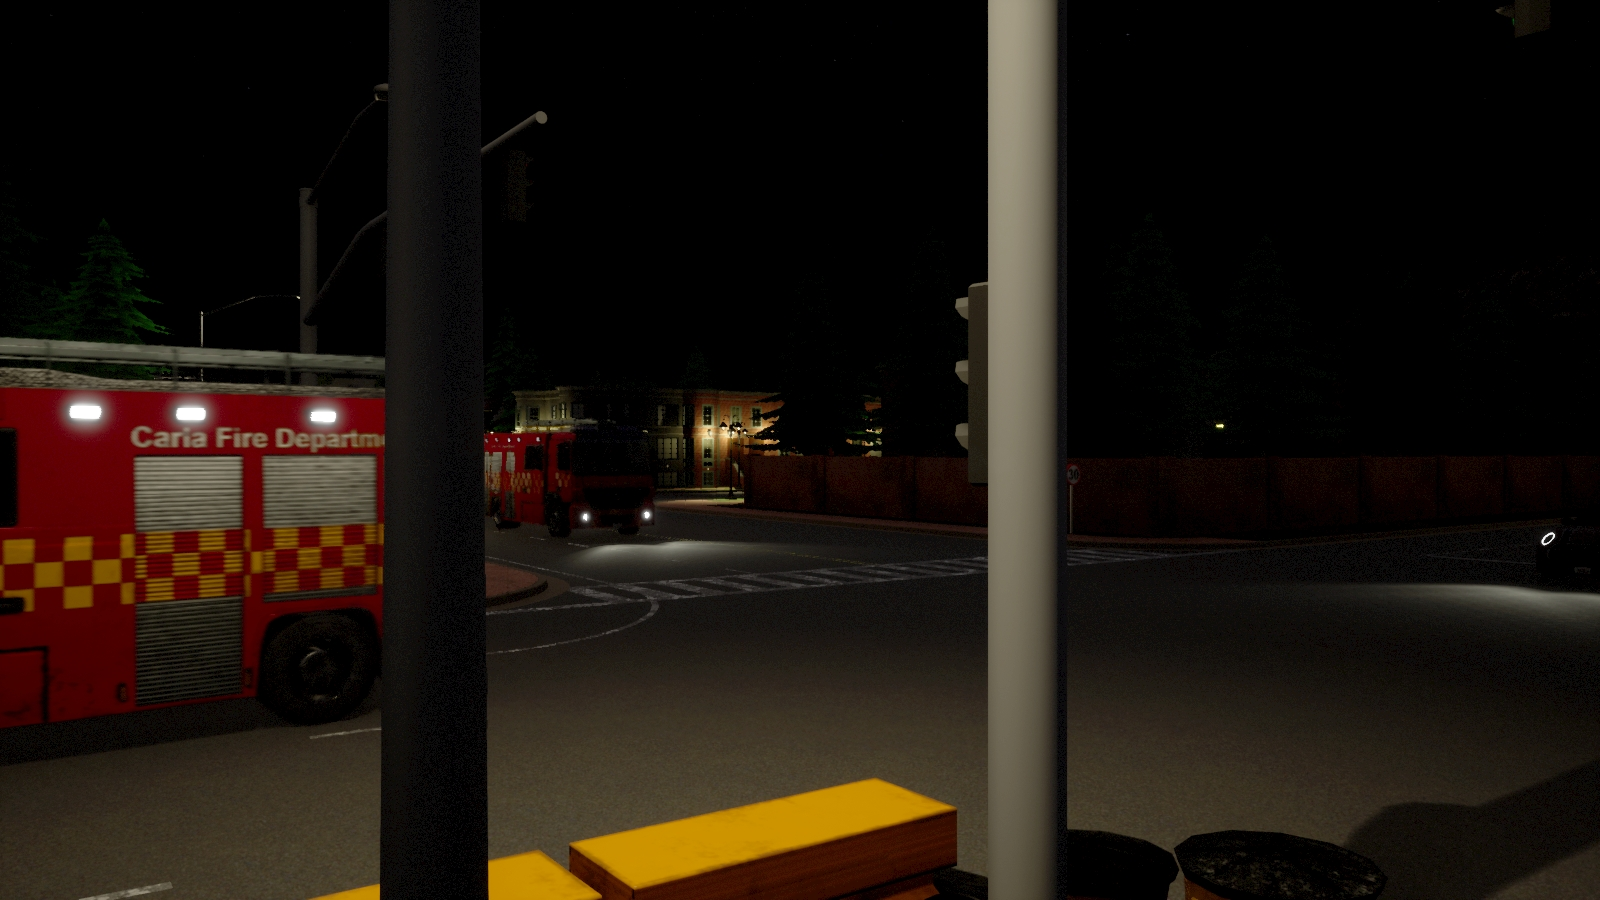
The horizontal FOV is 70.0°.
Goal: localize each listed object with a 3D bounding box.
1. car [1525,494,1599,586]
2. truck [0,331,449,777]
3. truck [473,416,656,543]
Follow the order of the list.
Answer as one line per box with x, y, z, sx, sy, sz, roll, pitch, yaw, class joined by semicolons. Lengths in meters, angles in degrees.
18.010;1.906;24.946;4.553;1.767;2.097;0;0;-35;car
-7.983;0.891;10.769;8.468;3.827;2.891;0;0;-40;truck
-8.158;0.890;38.568;2.891;3.827;8.468;0;0;-35;truck
